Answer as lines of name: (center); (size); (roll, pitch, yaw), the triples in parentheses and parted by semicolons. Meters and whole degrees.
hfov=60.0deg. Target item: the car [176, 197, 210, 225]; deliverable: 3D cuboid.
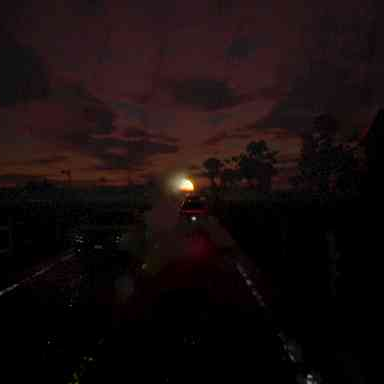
car: (0.121, 1.325, 22.498); (1.837, 1.490, 4.892); (0, 1, 0)

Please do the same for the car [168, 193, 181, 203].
car: (-2.744, 0.946, 54.654); (2.097, 1.767, 4.553); (0, 0, 1)

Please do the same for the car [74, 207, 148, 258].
car: (-2.835, 1.376, 12.547); (1.882, 1.535, 5.008); (0, 0, 0)
